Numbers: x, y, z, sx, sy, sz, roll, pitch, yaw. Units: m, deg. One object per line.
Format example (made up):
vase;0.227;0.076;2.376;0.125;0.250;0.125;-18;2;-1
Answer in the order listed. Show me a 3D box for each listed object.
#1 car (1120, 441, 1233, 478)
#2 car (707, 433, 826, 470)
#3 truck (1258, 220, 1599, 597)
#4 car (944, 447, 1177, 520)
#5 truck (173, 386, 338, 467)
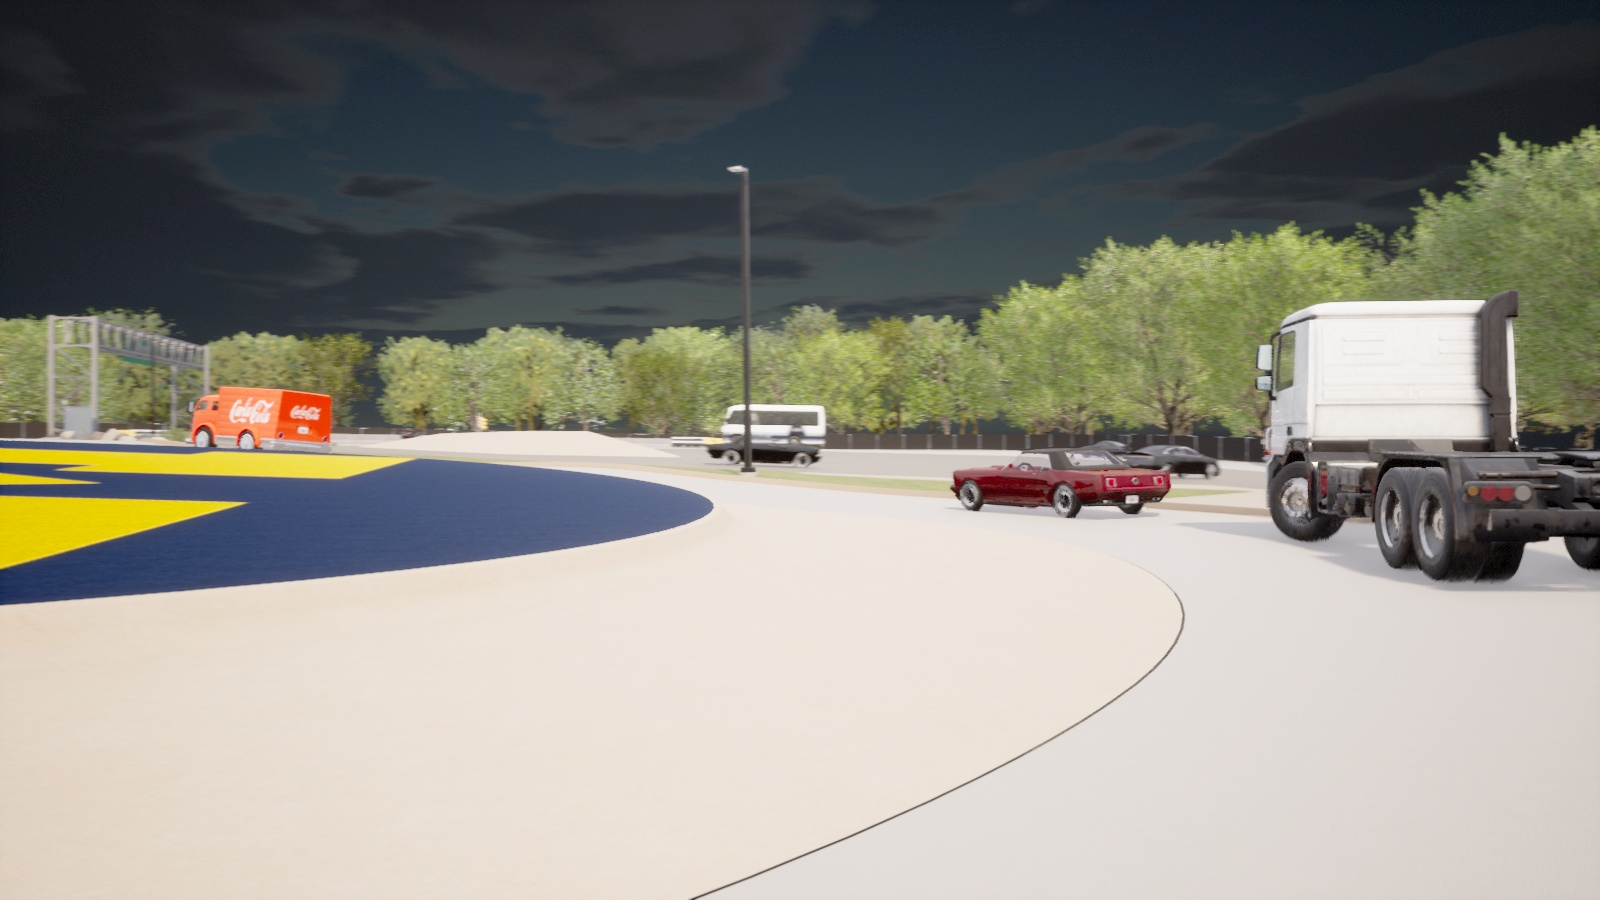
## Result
car;17.031;0.446;56.789;4.902;1.511;2.128;1;1;-31
car;-1.325;0.048;51.543;4.718;1.301;1.895;2;1;3
truck;8.122;-0.434;15.420;2.891;3.462;7.936;0;1;6
car;5.076;0.606;25.172;1.895;1.301;4.718;-1;1;-30
truck;-19.335;-0.840;44.531;5.204;2.467;2.627;3;-2;30
